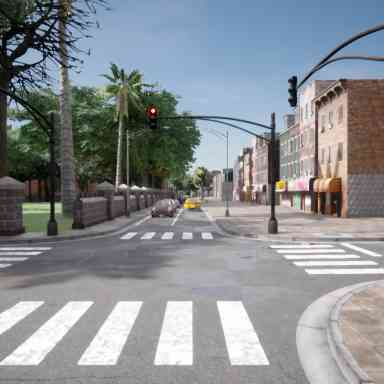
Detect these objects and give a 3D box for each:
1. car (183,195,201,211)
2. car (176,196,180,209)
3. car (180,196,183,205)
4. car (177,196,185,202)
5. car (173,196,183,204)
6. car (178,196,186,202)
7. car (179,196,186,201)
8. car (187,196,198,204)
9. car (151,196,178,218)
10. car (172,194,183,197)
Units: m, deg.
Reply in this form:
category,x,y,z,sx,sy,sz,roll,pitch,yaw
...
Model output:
category,x,y,z,sx,sy,sz,roll,pitch,yaw
car,0.115,1.556,42.502,1.882,1.535,5.008,0,0,0
car,-2.621,1.498,36.340,1.967,1.590,4.097,0,0,0
car,-2.616,1.680,47.718,1.802,1.307,4.206,0,0,0
car,-2.599,1.818,81.849,1.887,1.381,4.507,0,0,0
car,-2.981,1.715,71.258,1.837,1.490,4.892,0,0,0
car,-2.596,1.861,87.538,2.008,1.369,4.403,-1,0,0
car,-2.593,1.915,93.227,1.947,1.339,4.313,-1,0,0
car,0.132,1.690,68.891,2.128,1.511,4.902,0,0,0
car,-2.625,1.481,30.652,1.967,1.590,4.097,0,0,0
car,-2.946,1.402,64.289,2.150,2.045,5.566,0,0,0
